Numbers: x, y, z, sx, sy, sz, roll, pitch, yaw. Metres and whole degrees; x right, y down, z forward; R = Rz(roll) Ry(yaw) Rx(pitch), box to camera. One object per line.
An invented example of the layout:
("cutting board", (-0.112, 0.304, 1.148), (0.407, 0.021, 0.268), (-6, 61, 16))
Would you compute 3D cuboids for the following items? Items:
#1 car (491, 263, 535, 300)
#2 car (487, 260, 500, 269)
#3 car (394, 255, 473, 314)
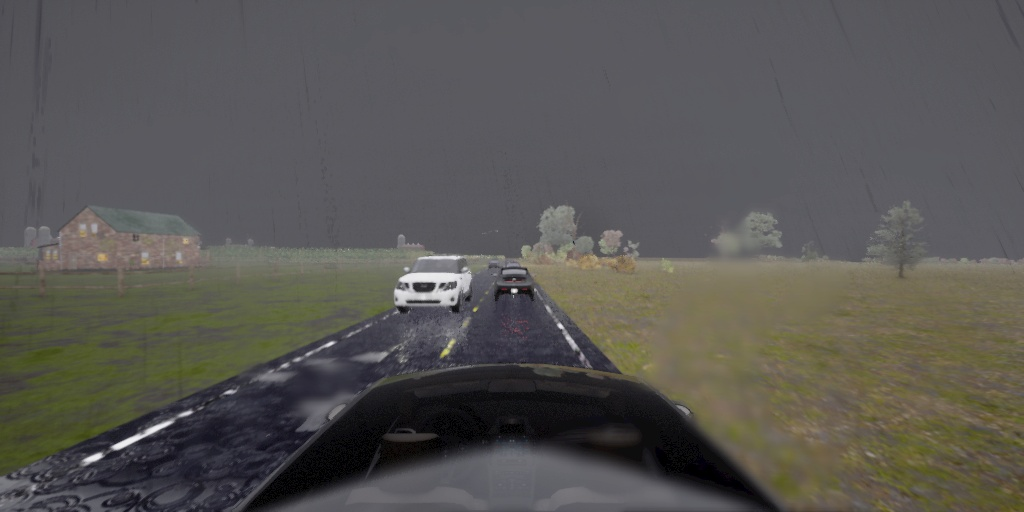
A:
("car", (0.104, 1.268, 17.916), (1.837, 1.490, 4.892), (0, 0, 0))
("car", (-2.785, 1.363, 56.613), (2.033, 1.411, 5.357), (0, 0, 1))
("car", (-2.847, 0.980, 14.247), (2.150, 2.045, 5.566), (0, 0, 0))
